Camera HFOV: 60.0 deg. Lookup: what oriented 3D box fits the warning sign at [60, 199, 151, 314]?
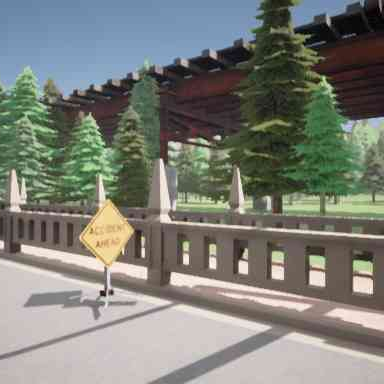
[{"bbox_3d":[-1.606,1.080,6.301,1.060,1.860,1.300,0,0,35],"label":"warning sign"}]
